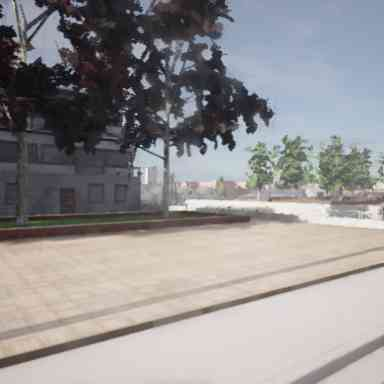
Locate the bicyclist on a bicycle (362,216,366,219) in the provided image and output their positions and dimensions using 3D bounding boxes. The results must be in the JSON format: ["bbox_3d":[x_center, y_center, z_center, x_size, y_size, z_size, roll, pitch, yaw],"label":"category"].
[{"bbox_3d":[19.995,3.650,38.596,1.656,1.620,0.582,0,-8,-34],"label":"bicyclist on a bicycle"}]
